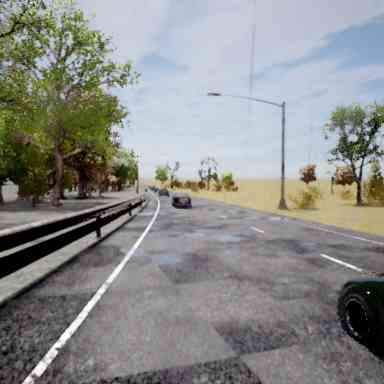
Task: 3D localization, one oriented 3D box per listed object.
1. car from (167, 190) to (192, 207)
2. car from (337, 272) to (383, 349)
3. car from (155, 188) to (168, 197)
[{"bbox_3d":[-1.207,0.804,36.451,2.128,1.511,4.902,0,1,-8],"label":"car"},{"bbox_3d":[3.532,1.514,3.709,1.994,1.385,4.181,0,1,-8],"label":"car"},{"bbox_3d":[-5.927,0.009,69.074,2.097,1.767,4.553,0,1,-8],"label":"car"}]
